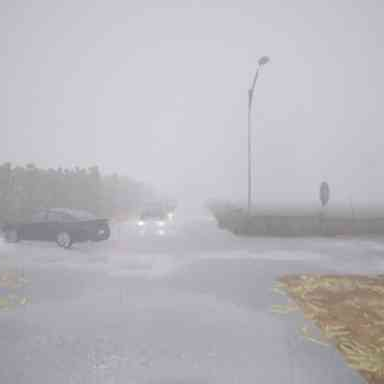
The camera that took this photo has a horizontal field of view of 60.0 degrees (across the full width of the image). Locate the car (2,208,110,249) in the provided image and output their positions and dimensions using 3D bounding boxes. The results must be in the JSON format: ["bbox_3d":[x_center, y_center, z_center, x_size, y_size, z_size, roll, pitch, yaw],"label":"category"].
[{"bbox_3d":[-5.877,1.450,14.285,5.008,1.535,1.882,0,-2,24],"label":"car"}]

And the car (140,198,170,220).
[{"bbox_3d":[-3.140,1.496,28.078,1.837,1.490,4.892,0,0,0],"label":"car"}]

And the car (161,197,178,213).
[{"bbox_3d":[-3.117,1.391,38.158,2.097,1.767,4.553,0,0,0],"label":"car"}]

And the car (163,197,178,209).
[{"bbox_3d":[-3.076,1.565,48.337,1.837,1.490,4.892,0,0,1],"label":"car"}]
